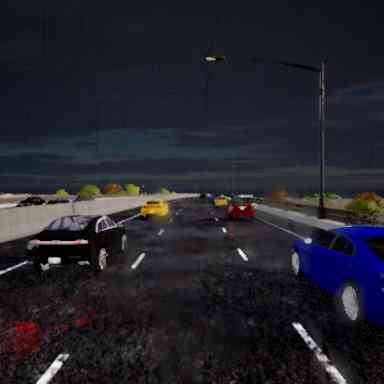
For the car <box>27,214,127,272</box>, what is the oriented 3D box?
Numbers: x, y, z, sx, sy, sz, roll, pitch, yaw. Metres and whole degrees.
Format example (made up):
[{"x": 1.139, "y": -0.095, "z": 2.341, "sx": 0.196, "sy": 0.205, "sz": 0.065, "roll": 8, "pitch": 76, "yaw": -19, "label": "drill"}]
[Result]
[{"x": -3.364, "y": 1.456, "z": 10.592, "sx": 2.128, "sy": 1.511, "sz": 4.902, "roll": 0, "pitch": 0, "yaw": 0, "label": "car"}]

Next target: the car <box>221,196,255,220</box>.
[{"x": 3.816, "y": 1.266, "z": 27.220, "sx": 2.097, "sy": 1.767, "sz": 4.553, "roll": 0, "pitch": 0, "yaw": 1, "label": "car"}]

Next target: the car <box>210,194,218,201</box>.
[{"x": 5.292, "y": 1.342, "z": 79.060, "sx": 1.837, "sy": 1.490, "sz": 4.892, "roll": 0, "pitch": 0, "yaw": 3, "label": "car"}]

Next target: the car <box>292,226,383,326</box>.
[{"x": 3.619, "y": 1.455, "z": 7.042, "sx": 1.882, "sy": 1.535, "sz": 5.008, "roll": 0, "pitch": 0, "yaw": 0, "label": "car"}]

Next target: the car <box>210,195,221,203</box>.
[{"x": 4.829, "y": 1.339, "z": 68.177, "sx": 2.163, "sy": 1.488, "sz": 4.792, "roll": 0, "pitch": 0, "yaw": 2, "label": "car"}]

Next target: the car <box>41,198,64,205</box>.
[{"x": -17.064, "y": 1.424, "z": 42.528, "sx": 1.994, "sy": 1.385, "sz": 4.181, "roll": 0, "pitch": 0, "yaw": 2, "label": "car"}]

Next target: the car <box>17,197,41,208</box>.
[{"x": -20.556, "y": 1.365, "z": 42.829, "sx": 1.837, "sy": 1.490, "sz": 4.892, "roll": 0, "pitch": 0, "yaw": 2, "label": "car"}]

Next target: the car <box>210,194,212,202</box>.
[{"x": 4.433, "y": 1.270, "z": 57.232, "sx": 2.033, "sy": 1.649, "sz": 4.856, "roll": 0, "pitch": 0, "yaw": 2, "label": "car"}]

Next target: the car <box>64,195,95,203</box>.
[{"x": -13.598, "y": 1.216, "z": 41.328, "sx": 2.097, "sy": 1.767, "sz": 4.553, "roll": 0, "pitch": 0, "yaw": 2, "label": "car"}]

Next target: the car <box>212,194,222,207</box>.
[{"x": 4.113, "y": 1.313, "z": 46.503, "sx": 1.801, "sy": 1.575, "sz": 5.366, "roll": 0, "pitch": 0, "yaw": 2, "label": "car"}]

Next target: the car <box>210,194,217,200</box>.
[{"x": 5.826, "y": 1.323, "z": 89.969, "sx": 1.882, "sy": 1.535, "sz": 5.008, "roll": 0, "pitch": 0, "yaw": 3, "label": "car"}]

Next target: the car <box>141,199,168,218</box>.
[{"x": -3.160, "y": 1.384, "z": 28.882, "sx": 1.882, "sy": 1.535, "sz": 5.008, "roll": 0, "pitch": 0, "yaw": 1, "label": "car"}]
